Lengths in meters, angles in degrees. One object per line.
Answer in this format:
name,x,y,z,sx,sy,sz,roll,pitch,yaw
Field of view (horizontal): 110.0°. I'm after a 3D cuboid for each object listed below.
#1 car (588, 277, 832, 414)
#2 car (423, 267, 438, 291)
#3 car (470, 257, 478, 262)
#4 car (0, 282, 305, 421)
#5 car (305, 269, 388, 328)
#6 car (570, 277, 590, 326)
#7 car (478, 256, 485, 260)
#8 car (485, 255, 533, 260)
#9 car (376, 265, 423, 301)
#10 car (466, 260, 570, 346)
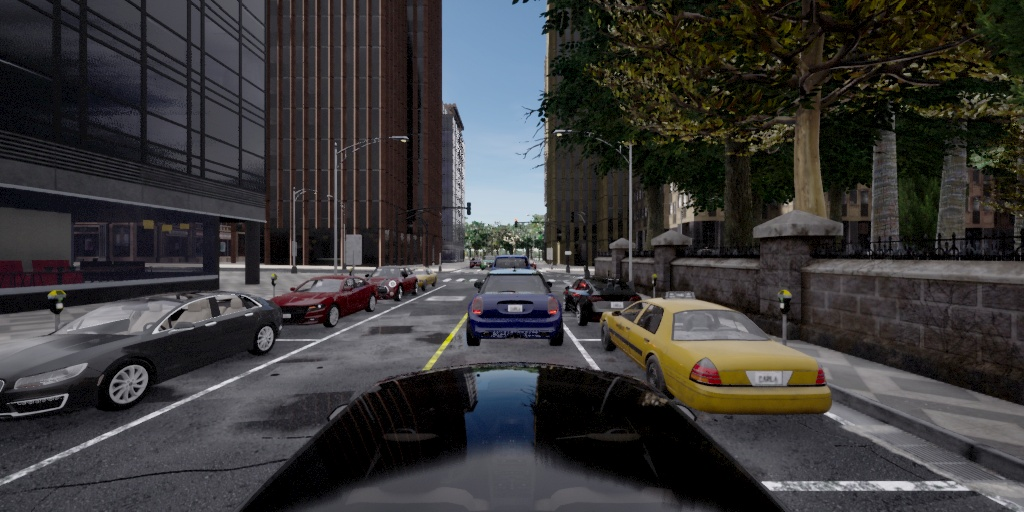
car,2.755,1.275,6.163,1.751,1.417,4.829,0,0,0
car,-5.799,1.277,22.176,1.751,1.417,4.829,0,0,0
car,-5.864,1.079,59.754,2.192,1.841,5.009,0,0,0
car,-5.770,1.300,5.976,2.007,1.370,4.403,0,0,0
car,-5.780,1.295,11.433,1.888,1.381,4.507,0,0,0
car,2.745,1.316,11.450,1.948,1.339,4.313,0,0,0
car,-3.189,0.982,51.229,2.150,2.045,5.566,0,0,-1
car,-0.025,0.973,18.987,2.150,2.045,5.566,0,0,0
car,-5.789,1.190,16.890,1.967,1.591,4.097,0,0,0
car,0.039,1.102,9.553,2.097,1.767,4.553,0,0,-1
